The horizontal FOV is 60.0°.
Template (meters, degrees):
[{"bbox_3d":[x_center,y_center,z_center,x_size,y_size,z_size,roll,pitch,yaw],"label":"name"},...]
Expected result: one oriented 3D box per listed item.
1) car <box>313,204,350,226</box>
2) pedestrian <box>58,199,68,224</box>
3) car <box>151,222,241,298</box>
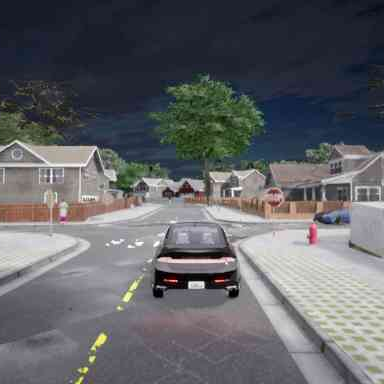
[{"bbox_3d":[10.873,1.487,21.860,5.357,1.411,2.033,-1,-2,1],"label":"car"},{"bbox_3d":[-9.707,1.454,25.018,0.375,1.860,0.375,0,-1,1],"label":"pedestrian"},{"bbox_3d":[0.079,1.506,8.544,2.128,1.511,4.902,0,0,0],"label":"car"}]
